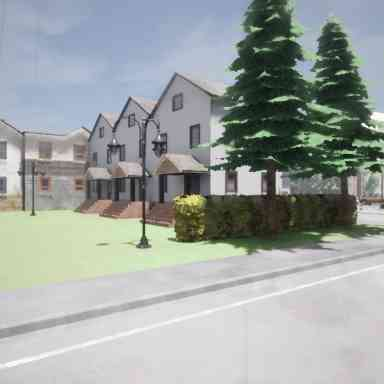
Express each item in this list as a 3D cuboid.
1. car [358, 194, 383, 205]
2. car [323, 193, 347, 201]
[{"bbox_3d":[27.228,1.097,49.253,1.932,1.855,4.605,0,0,-36],"label":"car"},{"bbox_3d":[32.093,1.097,74.708,1.932,1.855,4.605,0,0,-36],"label":"car"}]
